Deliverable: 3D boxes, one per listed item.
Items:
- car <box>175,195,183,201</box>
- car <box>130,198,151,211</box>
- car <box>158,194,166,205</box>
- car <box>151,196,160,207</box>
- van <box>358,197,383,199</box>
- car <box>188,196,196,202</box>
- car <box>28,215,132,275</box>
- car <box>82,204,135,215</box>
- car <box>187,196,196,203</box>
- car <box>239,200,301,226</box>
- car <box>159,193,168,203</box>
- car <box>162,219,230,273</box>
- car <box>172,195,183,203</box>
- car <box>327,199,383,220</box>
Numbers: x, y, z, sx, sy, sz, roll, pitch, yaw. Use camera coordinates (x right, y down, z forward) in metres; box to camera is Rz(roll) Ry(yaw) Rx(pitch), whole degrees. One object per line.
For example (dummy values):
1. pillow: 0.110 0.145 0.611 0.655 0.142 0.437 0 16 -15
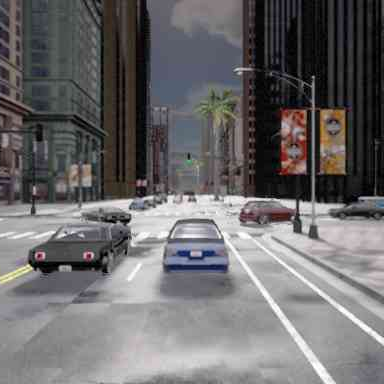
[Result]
1. car: -3.214 1.431 82.741 1.882 1.535 5.008 0 0 0
2. car: -6.566 1.585 41.263 1.812 1.442 4.674 0 0 -1
3. car: -6.473 1.567 61.491 1.882 1.535 5.008 0 0 0
4. car: -6.563 1.638 51.268 1.994 1.385 4.181 0 0 0
5. van: 17.080 1.356 30.458 3.998 1.788 1.690 0 0 0
6. car: 0.037 1.662 83.809 2.033 1.411 5.357 0 0 0
7. car: -3.160 1.616 10.492 1.895 1.301 4.718 0 0 0
8. car: -6.025 1.634 22.941 1.895 1.301 4.718 0 0 -36
9. car: 0.032 1.631 73.588 1.812 1.442 4.674 0 0 0
10. car: 5.685 1.386 23.883 4.553 1.767 2.097 0 1 -29
11. car: -6.469 1.329 72.105 2.150 2.045 5.566 0 0 0
12. car: 0.112 1.562 10.642 2.033 1.411 5.357 0 0 0
13. car: -3.218 1.623 72.737 1.812 1.442 4.674 0 0 0
14. car: 13.750 1.547 27.794 4.674 1.442 1.812 0 0 2
